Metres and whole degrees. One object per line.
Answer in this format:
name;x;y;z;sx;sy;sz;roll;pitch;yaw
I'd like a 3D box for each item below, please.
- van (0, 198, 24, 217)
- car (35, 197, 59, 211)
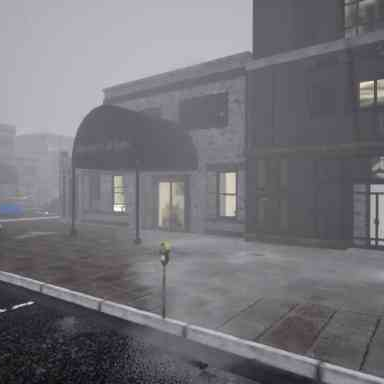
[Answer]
van;-17.327;1.415;29.849;1.690;1.788;3.998;0;0;35
car;-16.438;1.413;41.223;2.097;1.767;4.553;0;0;35
